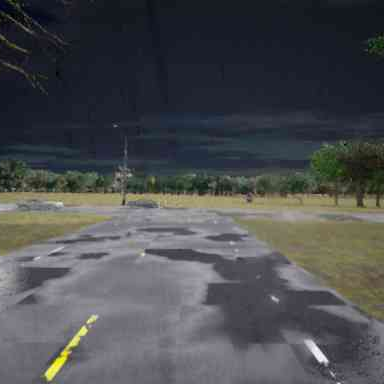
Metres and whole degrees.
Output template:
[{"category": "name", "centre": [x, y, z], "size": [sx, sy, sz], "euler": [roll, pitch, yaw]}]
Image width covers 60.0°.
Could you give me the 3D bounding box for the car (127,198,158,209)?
[{"category": "car", "centre": [-6.671, 1.507, 44.987], "size": [4.181, 1.385, 1.994], "euler": [1, 1, 0]}]

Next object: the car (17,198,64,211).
[{"category": "car", "centre": [-17.228, 1.375, 38.018], "size": [4.718, 1.301, 1.895], "euler": [2, 1, 0]}]
